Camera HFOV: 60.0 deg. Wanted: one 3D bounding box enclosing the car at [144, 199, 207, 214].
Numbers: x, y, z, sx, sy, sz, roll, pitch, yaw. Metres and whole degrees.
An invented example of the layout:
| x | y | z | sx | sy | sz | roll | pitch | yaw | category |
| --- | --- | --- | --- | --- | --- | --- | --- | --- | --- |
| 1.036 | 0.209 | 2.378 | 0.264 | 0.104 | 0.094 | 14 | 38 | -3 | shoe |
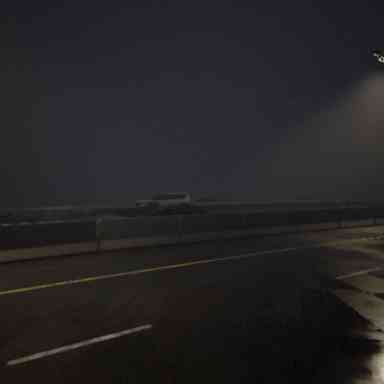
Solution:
| x | y | z | sx | sy | sz | roll | pitch | yaw | category |
| --- | --- | --- | --- | --- | --- | --- | --- | --- | --- |
| -0.957 | 1.439 | 24.053 | 4.181 | 1.385 | 1.994 | 0 | 0 | -31 | car |

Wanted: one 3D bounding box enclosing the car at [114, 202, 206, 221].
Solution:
| x | y | z | sx | sy | sz | roll | pitch | yaw | category |
| --- | --- | --- | --- | --- | --- | --- | --- | --- | --- |
| -1.845 | 1.506 | 19.438 | 4.718 | 1.301 | 1.895 | 0 | 0 | -32 | car |

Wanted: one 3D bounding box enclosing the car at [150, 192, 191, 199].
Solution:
| x | y | z | sx | sy | sz | roll | pitch | yaw | category |
| --- | --- | --- | --- | --- | --- | --- | --- | --- | --- |
| -2.604 | 1.067 | 31.239 | 5.566 | 2.045 | 2.150 | 0 | 0 | -30 | car |

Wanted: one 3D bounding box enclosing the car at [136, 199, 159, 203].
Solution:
| x | y | z | sx | sy | sz | roll | pitch | yaw | category |
| --- | --- | --- | --- | --- | --- | --- | --- | --- | --- |
| -3.742 | 1.477 | 26.492 | 4.718 | 1.301 | 1.895 | 0 | 0 | -31 | car |
